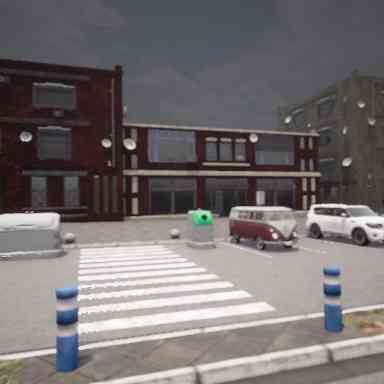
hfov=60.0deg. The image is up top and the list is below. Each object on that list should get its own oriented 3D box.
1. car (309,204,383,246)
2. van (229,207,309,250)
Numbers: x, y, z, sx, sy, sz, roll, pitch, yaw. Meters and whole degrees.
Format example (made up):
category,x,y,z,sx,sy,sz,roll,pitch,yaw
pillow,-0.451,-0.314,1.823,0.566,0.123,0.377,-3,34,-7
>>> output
category,x,y,z,sx,sy,sz,roll,pitch,yaw
car,8.724,1.719,18.467,2.435,2.045,5.566,0,-2,-18
van,3.518,1.725,16.653,1.878,1.987,4.442,0,-2,-18
